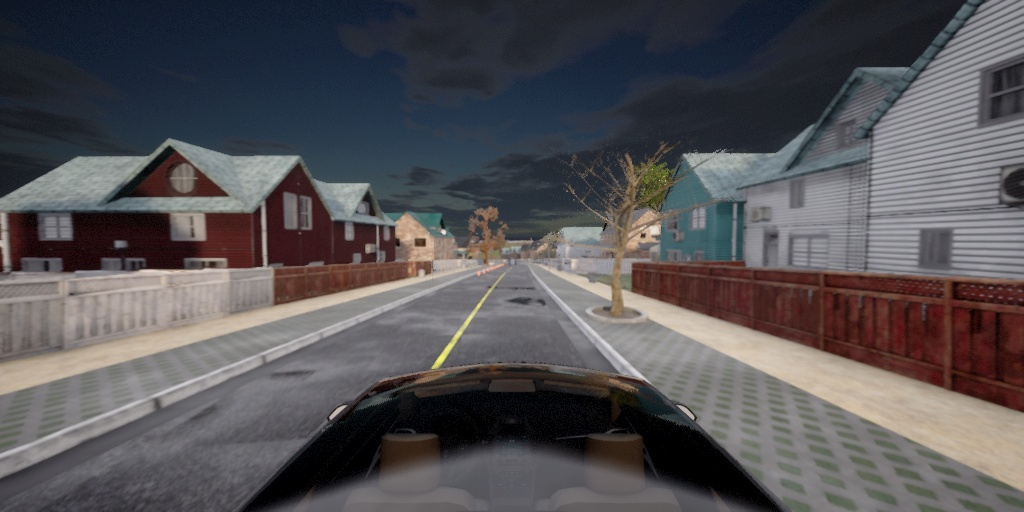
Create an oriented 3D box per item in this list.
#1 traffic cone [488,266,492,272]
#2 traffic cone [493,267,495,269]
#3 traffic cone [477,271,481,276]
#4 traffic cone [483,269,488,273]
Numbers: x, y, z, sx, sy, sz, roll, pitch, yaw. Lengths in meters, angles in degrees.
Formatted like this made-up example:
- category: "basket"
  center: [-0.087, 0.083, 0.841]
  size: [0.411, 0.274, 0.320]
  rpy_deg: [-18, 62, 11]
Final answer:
- category: "traffic cone"
  center: [-3.177, 1.773, 47.409]
  size: [0.340, 0.580, 0.340]
  rpy_deg: [0, 0, 2]
- category: "traffic cone"
  center: [-3.022, 1.792, 52.418]
  size: [0.340, 0.580, 0.340]
  rpy_deg: [0, 0, 2]
- category: "traffic cone"
  center: [-3.441, 1.746, 37.384]
  size: [0.340, 0.580, 0.340]
  rpy_deg: [0, 0, 1]
- category: "traffic cone"
  center: [-3.317, 1.759, 42.396]
  size: [0.340, 0.580, 0.340]
  rpy_deg: [0, 0, 2]
